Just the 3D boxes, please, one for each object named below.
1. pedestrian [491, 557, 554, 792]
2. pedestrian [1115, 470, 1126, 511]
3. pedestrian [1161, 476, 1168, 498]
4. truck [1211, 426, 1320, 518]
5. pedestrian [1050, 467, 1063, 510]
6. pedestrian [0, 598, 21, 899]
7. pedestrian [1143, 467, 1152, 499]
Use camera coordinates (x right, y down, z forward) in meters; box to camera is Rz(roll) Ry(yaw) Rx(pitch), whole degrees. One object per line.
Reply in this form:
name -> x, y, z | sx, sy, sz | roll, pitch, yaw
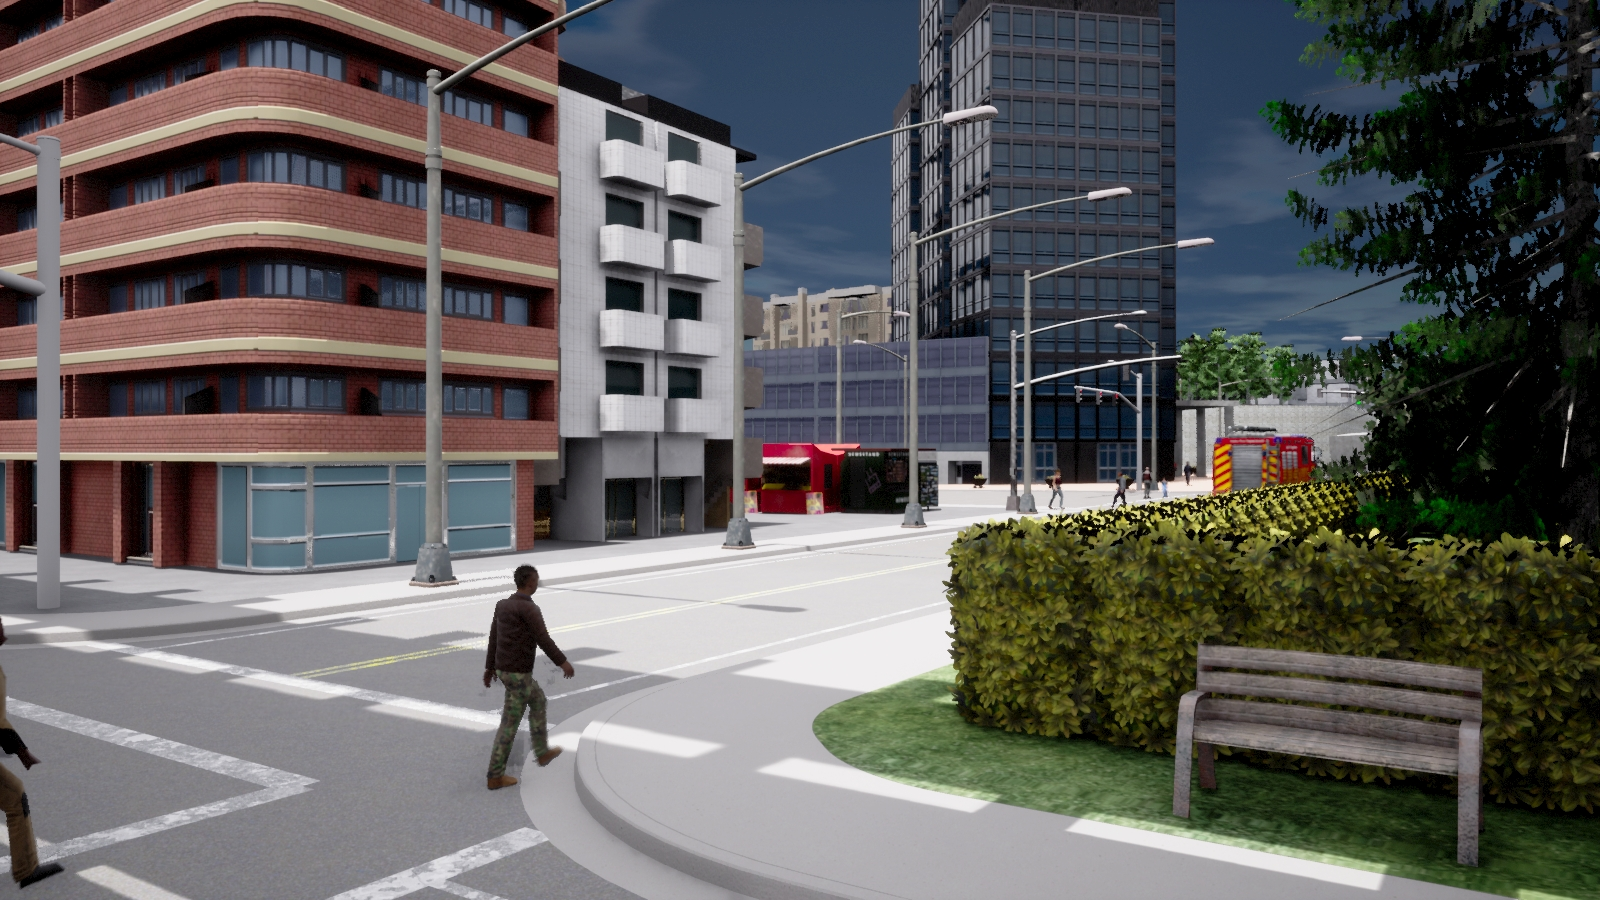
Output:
pedestrian -> -2.321, 1.848, 9.560 | 0.375, 1.860, 0.375 | 0, 0, -45
pedestrian -> 14.736, 1.873, 52.590 | 0.375, 1.860, 0.375 | 0, 0, 36
pedestrian -> 21.620, 2.167, 67.715 | 0.375, 1.300, 0.375 | 0, 0, 25
truck -> 21.125, 0.903, 51.534 | 2.891, 3.827, 8.468 | 0, 0, 34
pedestrian -> 11.305, 1.700, 50.355 | 0.375, 1.860, 0.375 | 0, 0, -33
pedestrian -> -5.010, 1.848, 6.900 | 0.375, 1.860, 0.375 | 0, 0, 29
pedestrian -> 20.127, 1.891, 66.221 | 0.375, 1.860, 0.375 | 0, 0, 35
